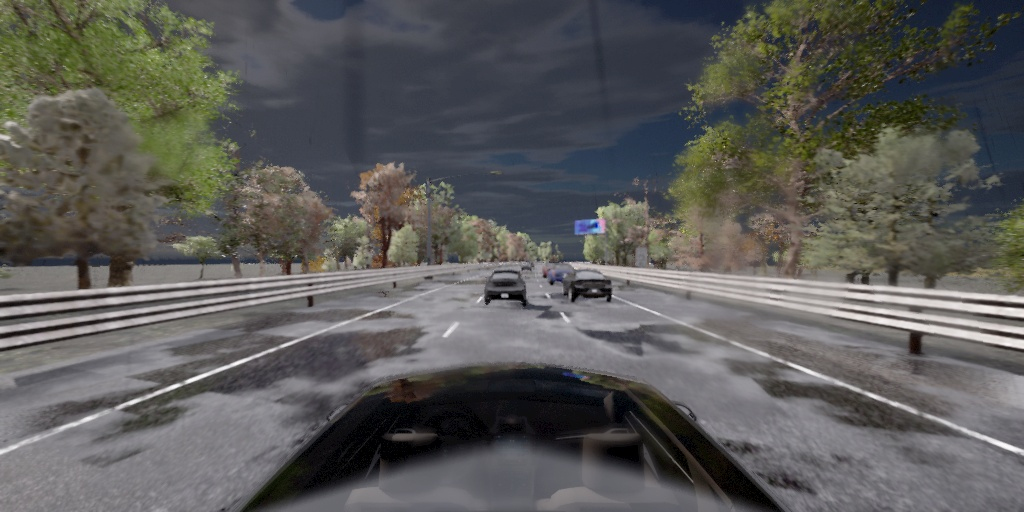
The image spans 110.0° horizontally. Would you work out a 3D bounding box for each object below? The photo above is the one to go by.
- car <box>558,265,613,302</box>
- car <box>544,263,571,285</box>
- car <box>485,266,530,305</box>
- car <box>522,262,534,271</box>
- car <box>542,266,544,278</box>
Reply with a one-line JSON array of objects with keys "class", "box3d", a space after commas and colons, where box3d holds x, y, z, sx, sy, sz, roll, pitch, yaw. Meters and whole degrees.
[{"class": "car", "box3d": [3.680, 1.400, 18.241, 1.882, 1.535, 5.008, 0, -1, 1]}, {"class": "car", "box3d": [3.993, 1.390, 29.085, 2.097, 1.767, 4.553, 0, -1, 2]}, {"class": "car", "box3d": [-0.202, 1.415, 17.255, 1.837, 1.490, 4.892, 0, 0, 2]}, {"class": "car", "box3d": [2.624, 2.036, 64.732, 1.895, 1.301, 4.718, 0, -1, 5]}, {"class": "car", "box3d": [4.458, 1.507, 39.953, 2.097, 1.767, 4.553, 0, -1, 3]}]
